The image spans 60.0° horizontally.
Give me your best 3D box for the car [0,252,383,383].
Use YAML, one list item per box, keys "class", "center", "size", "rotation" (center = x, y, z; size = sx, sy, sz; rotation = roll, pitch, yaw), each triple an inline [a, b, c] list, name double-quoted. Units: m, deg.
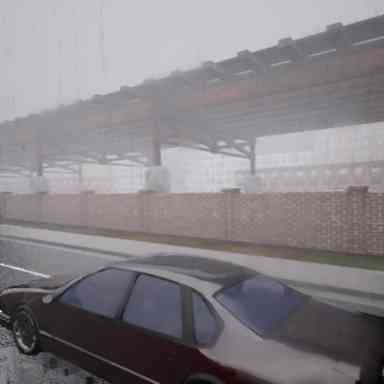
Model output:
- class: "car"
  center: [-0.420, 1.540, 4.293]
  size: [5.357, 1.411, 2.033]
  rotation: [0, 0, 36]
